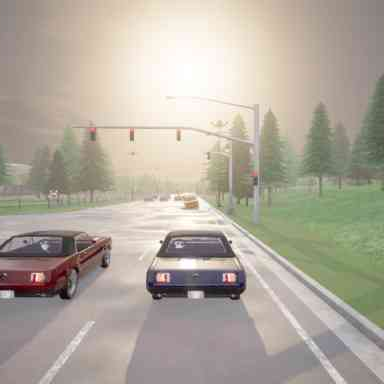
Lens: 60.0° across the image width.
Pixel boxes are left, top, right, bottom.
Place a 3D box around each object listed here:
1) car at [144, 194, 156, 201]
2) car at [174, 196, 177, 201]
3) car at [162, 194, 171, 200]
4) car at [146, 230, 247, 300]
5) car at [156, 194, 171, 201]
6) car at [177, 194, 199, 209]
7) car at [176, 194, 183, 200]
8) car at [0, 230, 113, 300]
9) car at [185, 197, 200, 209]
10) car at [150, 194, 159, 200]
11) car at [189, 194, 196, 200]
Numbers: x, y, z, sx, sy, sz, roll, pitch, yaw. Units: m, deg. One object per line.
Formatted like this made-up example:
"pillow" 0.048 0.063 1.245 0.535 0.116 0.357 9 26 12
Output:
"car" -10.344 1.531 80.644 2.033 1.411 5.357 0 0 0
"car" -3.343 1.545 81.047 1.994 1.385 4.181 0 0 0
"car" -6.824 1.372 91.058 2.033 1.411 5.357 0 0 0
"car" 0.095 1.601 8.336 1.895 1.301 4.718 0 0 0
"car" -6.844 1.531 80.638 2.033 1.411 5.357 0 0 0
"car" -0.364 1.055 46.619 1.882 1.535 5.008 -10 17 -8
"car" -3.324 1.357 91.051 1.812 1.442 4.674 0 0 0
"car" -3.405 1.601 8.360 1.895 1.301 4.718 0 0 0
"car" 0.096 1.591 50.001 2.033 1.411 5.357 0 2 0
"car" -10.324 1.332 91.064 1.837 1.490 4.892 0 0 0
"car" 0.176 1.372 91.044 2.033 1.411 5.357 0 0 0
